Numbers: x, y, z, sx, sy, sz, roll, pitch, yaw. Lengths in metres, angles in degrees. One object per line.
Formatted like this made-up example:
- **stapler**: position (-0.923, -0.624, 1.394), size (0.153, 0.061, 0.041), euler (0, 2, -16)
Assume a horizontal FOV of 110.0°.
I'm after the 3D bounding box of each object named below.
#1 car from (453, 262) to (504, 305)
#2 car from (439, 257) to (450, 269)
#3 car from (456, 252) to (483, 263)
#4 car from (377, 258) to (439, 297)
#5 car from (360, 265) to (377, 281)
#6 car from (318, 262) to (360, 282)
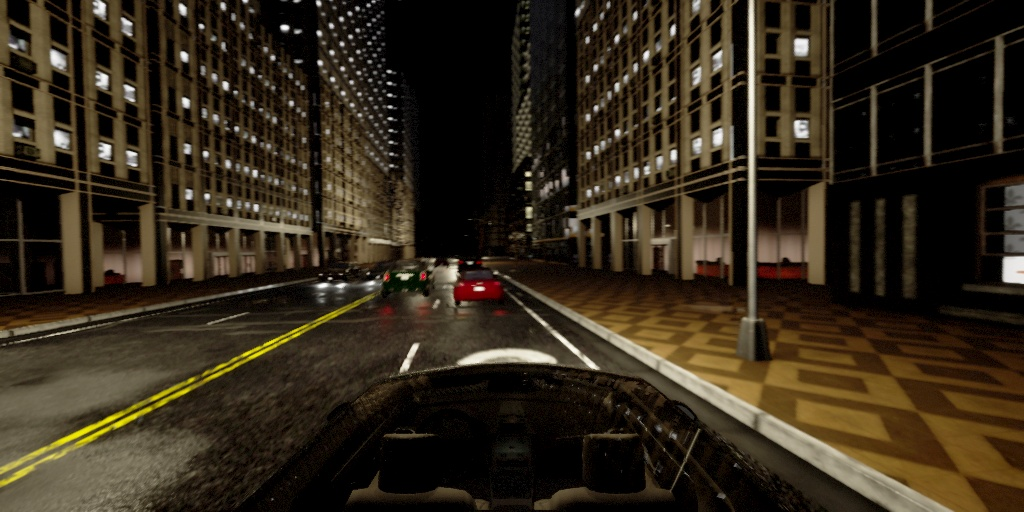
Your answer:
- **car**: position (-1.463, 1.163, 15.315), size (1.994, 1.385, 4.181), euler (-1, 1, -7)
- **car**: position (-9.089, 0.876, 46.706), size (1.812, 1.442, 4.674), euler (-1, 1, -8)
- **car**: position (-3.757, 0.659, 31.856), size (2.150, 2.045, 5.566), euler (-1, 1, -8)
- **car**: position (-5.094, 0.974, 18.163), size (2.097, 1.767, 4.553), euler (-1, 1, -8)
- **car**: position (-10.001, 1.125, 28.421), size (2.033, 1.411, 5.357), euler (-1, 1, -8)
- **car**: position (-13.219, 1.183, 27.975), size (2.033, 1.411, 5.357), euler (-1, 1, -8)
